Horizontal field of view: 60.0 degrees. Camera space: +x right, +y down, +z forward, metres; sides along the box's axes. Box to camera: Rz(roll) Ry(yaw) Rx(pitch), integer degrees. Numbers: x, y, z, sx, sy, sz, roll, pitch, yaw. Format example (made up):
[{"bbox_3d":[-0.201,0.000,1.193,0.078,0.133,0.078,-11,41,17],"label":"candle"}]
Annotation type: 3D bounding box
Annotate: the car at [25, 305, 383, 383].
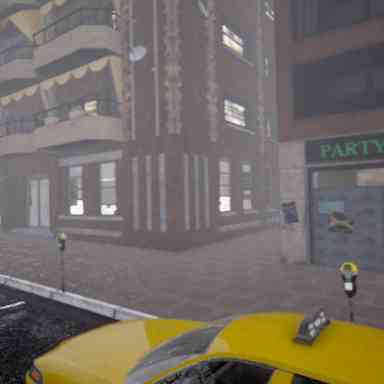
[{"bbox_3d":[0.616,1.534,2.450,4.829,1.417,1.752,-1,-1,35],"label":"car"}]
